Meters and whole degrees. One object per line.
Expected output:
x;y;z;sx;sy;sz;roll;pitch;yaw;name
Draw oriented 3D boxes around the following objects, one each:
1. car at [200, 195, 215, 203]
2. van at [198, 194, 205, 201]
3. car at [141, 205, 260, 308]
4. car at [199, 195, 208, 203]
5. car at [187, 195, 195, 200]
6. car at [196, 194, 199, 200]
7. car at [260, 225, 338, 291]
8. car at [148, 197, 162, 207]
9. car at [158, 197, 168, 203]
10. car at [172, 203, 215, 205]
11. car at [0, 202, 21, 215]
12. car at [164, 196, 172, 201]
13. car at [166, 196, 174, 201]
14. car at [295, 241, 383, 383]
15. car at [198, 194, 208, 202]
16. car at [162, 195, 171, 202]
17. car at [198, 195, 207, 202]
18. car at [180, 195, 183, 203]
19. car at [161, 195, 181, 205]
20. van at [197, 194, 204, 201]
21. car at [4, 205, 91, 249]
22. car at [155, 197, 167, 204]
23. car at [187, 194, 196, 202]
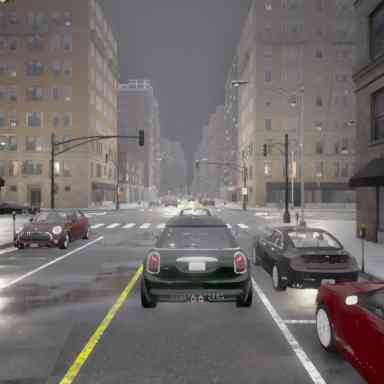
2.667;1.590;52.671;1.887;1.381;4.507;0;0;0;car
2.435;1.481;85.714;1.690;1.788;3.998;0;0;0;van
0.068;1.354;8.100;2.097;1.767;4.553;0;0;-1;car
2.512;1.541;74.699;1.967;1.590;4.097;0;0;0;car
-0.269;1.542;90.149;1.994;1.385;4.181;0;0;0;car
2.551;1.399;69.192;2.192;1.841;5.009;0;0;0;car
2.696;1.553;8.744;2.008;1.369;4.403;0;0;0;car
-5.858;1.595;52.614;2.008;1.369;4.403;0;0;0;car
-5.975;1.665;69.138;1.802;1.307;4.206;0;0;0;car
0.135;1.497;15.443;2.128;1.511;4.902;0;0;0;car
-16.318;1.531;30.289;4.718;1.301;1.895;0;0;0;car
-6.092;1.721;85.662;1.802;1.307;4.206;0;0;0;car
-6.131;1.727;91.170;1.947;1.339;4.313;0;0;0;car
2.683;1.545;3.252;1.887;1.381;4.507;0;0;0;car
2.588;1.595;63.855;1.752;1.417;4.829;0;0;0;car
-6.052;1.558;80.154;1.967;1.590;4.097;0;0;0;car
2.473;1.559;80.205;1.967;1.590;4.097;0;0;0;car
-3.131;1.661;60.106;1.895;1.301;4.718;0;0;0;car
-3.078;1.588;50.289;2.033;1.411;5.357;0;0;-1;car
2.396;1.503;91.220;1.690;1.788;3.998;0;0;0;van
-5.816;1.445;14.252;1.967;1.590;4.097;0;0;0;car
-5.936;1.613;63.630;1.887;1.381;4.507;0;0;0;car
-0.198;1.706;80.174;1.895;1.301;4.718;0;0;0;car
